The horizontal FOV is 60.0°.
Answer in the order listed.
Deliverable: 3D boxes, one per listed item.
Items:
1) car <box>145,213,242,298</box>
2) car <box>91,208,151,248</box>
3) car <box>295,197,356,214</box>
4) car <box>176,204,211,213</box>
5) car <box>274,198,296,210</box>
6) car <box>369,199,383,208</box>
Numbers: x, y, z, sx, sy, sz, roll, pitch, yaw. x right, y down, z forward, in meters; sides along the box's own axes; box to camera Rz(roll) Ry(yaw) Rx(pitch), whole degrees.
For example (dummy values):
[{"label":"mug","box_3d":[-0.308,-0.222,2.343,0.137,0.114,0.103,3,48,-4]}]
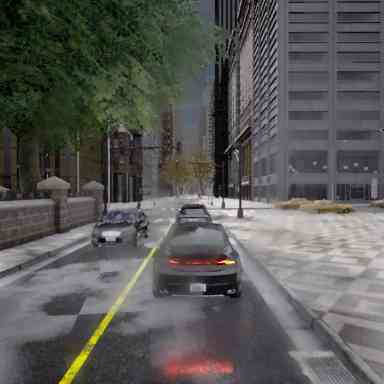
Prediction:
[{"label":"car","box_3d":[0.113,1.508,8.521,1.837,1.490,4.892,0,0,0]},{"label":"car","box_3d":[-3.020,1.499,14.907,2.128,1.511,4.902,0,0,1]},{"label":"car","box_3d":[12.407,1.342,30.579,4.829,1.417,1.752,-1,1,0]},{"label":"car","box_3d":[0.098,1.441,18.651,2.033,1.649,4.856,0,0,1]},{"label":"car","box_3d":[12.104,1.330,39.106,4.829,1.417,1.752,-1,1,0]},{"label":"car","box_3d":[23.445,1.145,39.043,4.829,1.417,1.752,-1,1,0]}]
